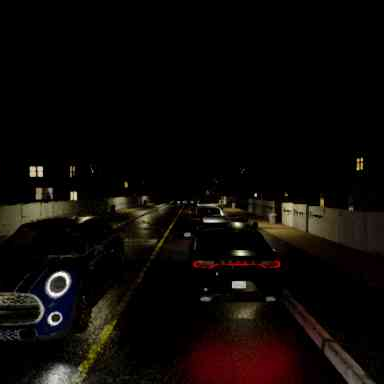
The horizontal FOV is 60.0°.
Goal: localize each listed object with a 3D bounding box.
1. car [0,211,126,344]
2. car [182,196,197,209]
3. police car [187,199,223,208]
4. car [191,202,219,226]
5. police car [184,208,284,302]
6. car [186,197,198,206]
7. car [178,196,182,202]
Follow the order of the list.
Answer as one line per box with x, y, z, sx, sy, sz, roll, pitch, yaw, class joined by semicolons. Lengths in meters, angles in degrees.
-2.750;1.350;6.758;2.097;1.767;4.553;0;0;0;car
0.032;1.409;45.770;2.097;1.767;4.553;0;0;0;car
0.826;1.432;18.427;1.930;1.638;5.238;0;0;0;police car
0.826;1.518;24.317;1.837;1.490;4.892;0;0;0;car
0.826;1.424;8.425;1.930;1.638;5.238;0;0;0;police car
0.005;1.667;59.738;1.994;1.385;4.181;0;0;0;car
-2.743;1.762;87.133;1.812;1.442;4.674;0;0;0;car
